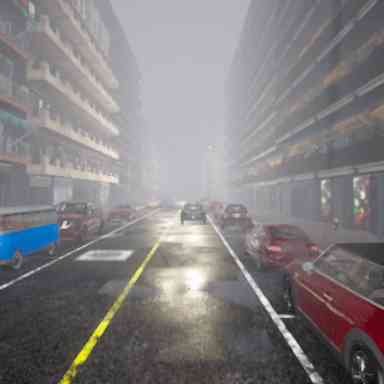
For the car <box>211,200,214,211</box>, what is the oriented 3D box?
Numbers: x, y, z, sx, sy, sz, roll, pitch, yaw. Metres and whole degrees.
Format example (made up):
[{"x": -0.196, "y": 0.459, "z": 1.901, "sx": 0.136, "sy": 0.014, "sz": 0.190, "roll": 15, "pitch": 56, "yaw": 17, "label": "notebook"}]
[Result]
[{"x": 2.687, "y": 1.590, "z": 27.724, "sx": 1.752, "sy": 1.417, "sz": 4.829, "roll": 0, "pitch": 0, "yaw": 0, "label": "car"}]

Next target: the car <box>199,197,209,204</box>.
[{"x": 2.682, "y": 1.794, "z": 72.848, "sx": 2.008, "sy": 1.369, "sz": 4.403, "roll": 0, "pitch": 0, "yaw": 0, "label": "car"}]

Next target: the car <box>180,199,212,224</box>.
[{"x": 0.098, "y": 1.546, "z": 25.100, "sx": 2.128, "sy": 1.511, "sz": 4.902, "roll": 0, "pitch": 0, "yaw": 0, "label": "car"}]

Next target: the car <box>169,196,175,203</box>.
[{"x": -5.699, "y": 1.712, "z": 78.534, "sx": 1.967, "sy": 1.590, "sz": 4.097, "roll": 0, "pitch": 0, "yaw": 0, "label": "car"}]

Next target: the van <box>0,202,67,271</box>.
[{"x": -5.692, "y": 1.356, "z": 10.593, "sx": 1.690, "sy": 1.788, "sz": 3.998, "roll": 0, "pitch": 0, "yaw": 0, "label": "van"}]

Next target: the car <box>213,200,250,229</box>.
[{"x": 2.687, "y": 1.486, "z": 21.892, "sx": 1.967, "sy": 1.590, "sz": 4.097, "roll": 0, "pitch": 0, "yaw": 0, "label": "car"}]

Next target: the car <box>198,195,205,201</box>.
[{"x": 2.680, "y": 1.808, "z": 95.496, "sx": 1.967, "sy": 1.590, "sz": 4.097, "roll": 0, "pitch": 0, "yaw": 0, "label": "car"}]

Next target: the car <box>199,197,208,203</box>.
[{"x": 2.682, "y": 1.823, "z": 78.510, "sx": 2.008, "sy": 1.369, "sz": 4.403, "roll": 0, "pitch": 0, "yaw": 0, "label": "car"}]

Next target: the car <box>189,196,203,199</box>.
[{"x": 0.098, "y": 1.612, "z": 44.969, "sx": 2.128, "sy": 1.511, "sz": 4.902, "roll": 0, "pitch": 0, "yaw": 0, "label": "car"}]

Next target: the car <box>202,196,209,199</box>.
[{"x": 2.685, "y": 1.662, "z": 44.544, "sx": 1.887, "sy": 1.381, "sz": 4.507, "roll": 0, "pitch": 0, "yaw": 0, "label": "car"}]

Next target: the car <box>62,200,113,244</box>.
[{"x": -5.693, "y": 1.345, "z": 16.253, "sx": 2.192, "sy": 1.841, "sz": 5.009, "roll": 0, "pitch": 0, "yaw": 0, "label": "car"}]

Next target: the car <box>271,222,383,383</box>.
[{"x": 2.689, "y": 1.447, "z": 4.909, "sx": 1.967, "sy": 1.590, "sz": 4.097, "roll": 0, "pitch": 0, "yaw": 0, "label": "car"}]

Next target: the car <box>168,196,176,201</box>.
[{"x": -5.700, "y": 1.911, "z": 95.352, "sx": 1.752, "sy": 1.417, "sz": 4.829, "roll": 0, "pitch": 0, "yaw": 0, "label": "car"}]

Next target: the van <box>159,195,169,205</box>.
[{"x": -5.698, "y": 1.527, "z": 61.549, "sx": 1.690, "sy": 1.788, "sz": 3.998, "roll": 0, "pitch": 0, "yaw": 0, "label": "van"}]

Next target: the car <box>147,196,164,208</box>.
[{"x": -5.696, "y": 1.663, "z": 50.055, "sx": 1.752, "sy": 1.417, "sz": 4.829, "roll": 0, "pitch": 0, "yaw": 0, "label": "car"}]

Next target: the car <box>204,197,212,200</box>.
[{"x": 2.686, "y": 1.644, "z": 38.879, "sx": 1.887, "sy": 1.381, "sz": 4.507, "roll": 0, "pitch": 0, "yaw": 0, "label": "car"}]

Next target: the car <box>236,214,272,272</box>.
[{"x": 2.688, "y": 1.598, "z": 10.572, "sx": 1.802, "sy": 1.307, "sz": 4.206, "roll": 0, "pitch": 0, "yaw": 0, "label": "car"}]

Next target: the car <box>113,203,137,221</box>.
[{"x": -5.694, "y": 1.608, "z": 27.576, "sx": 1.887, "sy": 1.381, "sz": 4.507, "roll": 0, "pitch": 0, "yaw": 0, "label": "car"}]
